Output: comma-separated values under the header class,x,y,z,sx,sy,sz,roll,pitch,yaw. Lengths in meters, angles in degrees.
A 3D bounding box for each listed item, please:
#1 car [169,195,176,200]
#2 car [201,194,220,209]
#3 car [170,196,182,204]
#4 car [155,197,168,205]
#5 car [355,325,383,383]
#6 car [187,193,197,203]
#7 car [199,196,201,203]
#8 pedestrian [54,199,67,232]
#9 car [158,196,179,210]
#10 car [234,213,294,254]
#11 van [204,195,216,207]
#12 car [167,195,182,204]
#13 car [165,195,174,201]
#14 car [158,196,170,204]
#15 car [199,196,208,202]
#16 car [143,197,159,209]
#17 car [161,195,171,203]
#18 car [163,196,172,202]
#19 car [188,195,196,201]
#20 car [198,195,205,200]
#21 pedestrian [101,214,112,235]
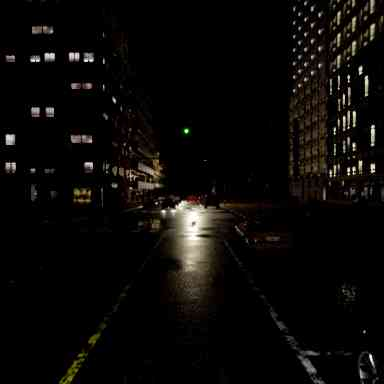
class,x,y,z,sx,sy,sz,roll,pitch,yaw
car,-5.673,1.636,95.191,1.752,1.417,4.829,0,0,0
car,2.696,1.337,45.620,2.192,1.841,5.009,0,0,0
car,-3.031,1.542,64.850,2.128,1.511,4.902,0,0,0
car,-5.680,1.596,62.201,2.008,1.369,4.403,0,0,0
car,2.687,1.566,1.942,1.947,1.339,4.313,0,0,0
car,0.016,1.293,74.427,2.150,2.045,5.566,0,0,0
car,2.700,1.370,67.725,2.192,1.841,5.009,0,0,0
pedestrian,-7.359,1.297,18.575,0.375,1.860,0.375,0,0,0
car,-3.112,1.569,44.529,2.033,1.411,5.357,0,0,-4
car,2.689,1.527,13.377,1.752,1.417,4.829,0,0,0
van,2.697,1.370,51.146,1.690,1.788,3.998,0,0,0
car,-3.076,1.581,54.657,2.033,1.411,5.357,0,0,0
car,-5.676,1.527,84.308,1.967,1.590,4.097,0,0,0
car,-5.679,1.600,67.727,1.887,1.381,4.507,0,0,0
car,2.704,1.621,78.779,1.887,1.381,4.507,0,0,0
car,-5.683,1.573,45.621,2.008,1.369,4.403,0,0,0
car,-5.678,1.506,73.255,1.967,1.590,4.097,0,0,0
car,-5.677,1.658,78.781,1.802,1.307,4.206,0,0,0
car,0.019,1.542,84.814,2.033,1.411,5.357,0,0,0
car,2.708,1.637,95.529,1.752,1.417,4.829,0,0,0
pedestrian,-4.467,1.677,17.581,0.500,1.100,0.500,0,0,0
